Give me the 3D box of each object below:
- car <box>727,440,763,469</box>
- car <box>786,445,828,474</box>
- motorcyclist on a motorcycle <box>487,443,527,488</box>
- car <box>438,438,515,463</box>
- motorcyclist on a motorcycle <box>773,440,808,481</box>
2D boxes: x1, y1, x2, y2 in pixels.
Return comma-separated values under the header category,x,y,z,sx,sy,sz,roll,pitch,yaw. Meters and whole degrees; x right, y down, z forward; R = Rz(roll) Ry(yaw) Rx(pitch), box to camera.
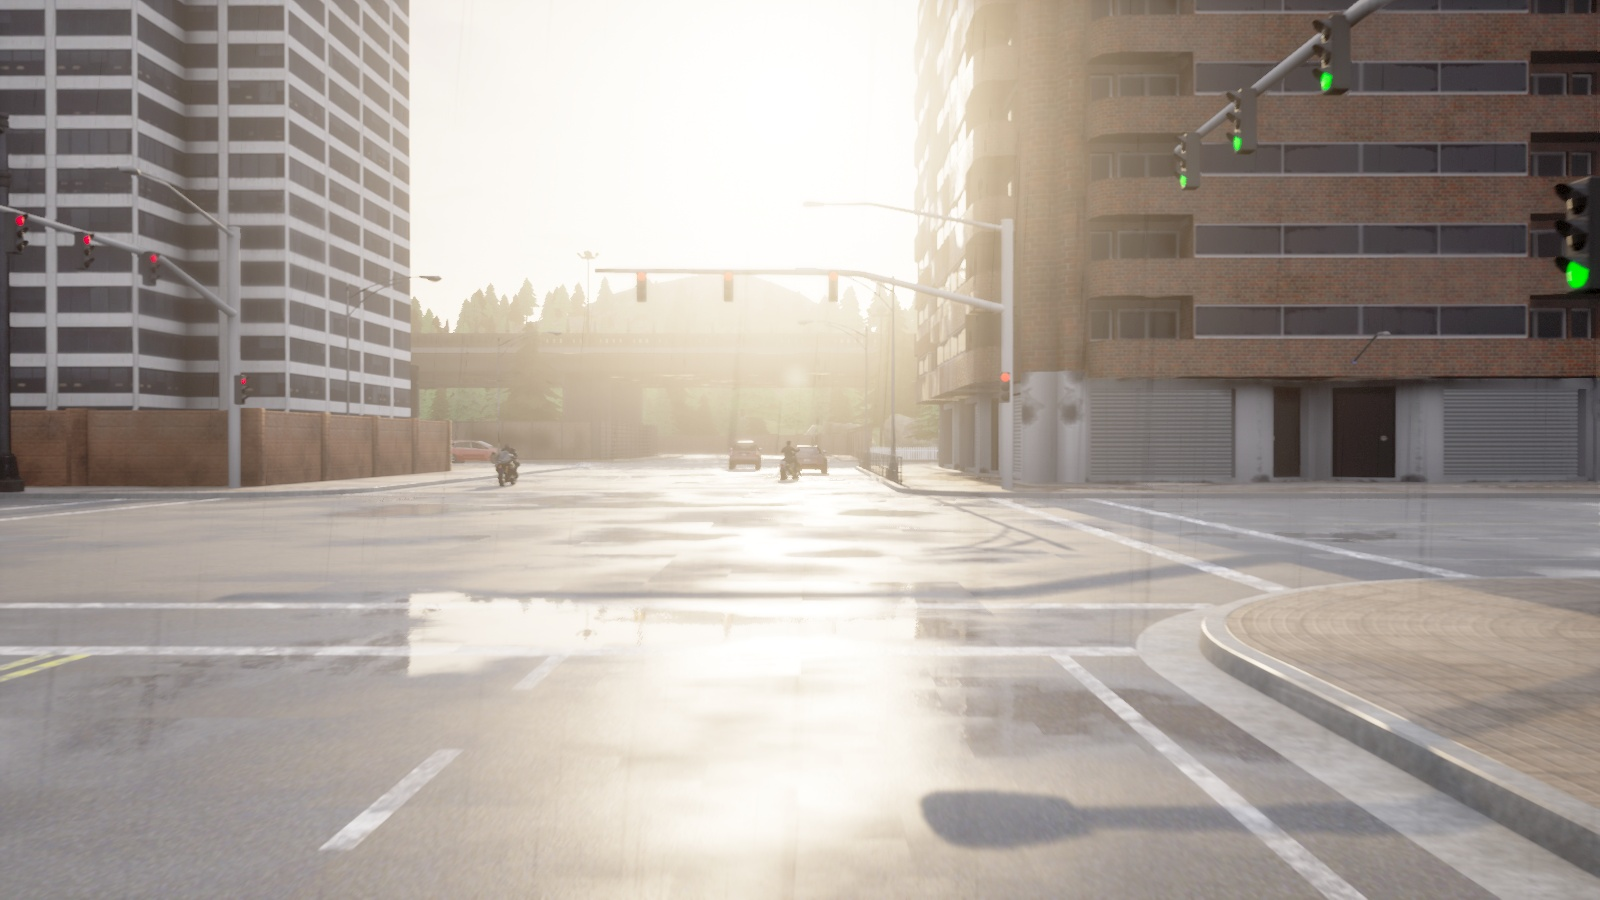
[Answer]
category,x,y,z,sx,sy,sz,roll,pitch,yaw
car,-3.105,0.239,71.520,1.851,1.617,3.988,0,0,0
car,0.364,0.459,62.391,1.994,1.385,4.181,0,0,1
motorcyclist on a motorcycle,-10.238,0.526,43.906,0.866,1.530,2.191,0,0,0
car,-21.836,0.039,84.908,4.611,1.667,2.242,0,0,0
motorcyclist on a motorcycle,-0.371,0.409,50.951,0.766,1.649,2.350,0,0,16
